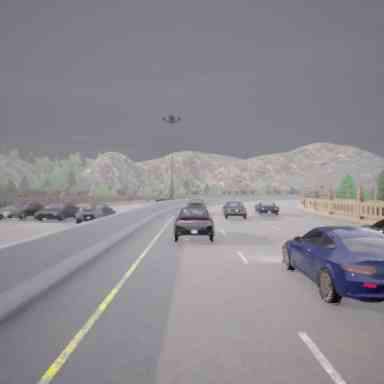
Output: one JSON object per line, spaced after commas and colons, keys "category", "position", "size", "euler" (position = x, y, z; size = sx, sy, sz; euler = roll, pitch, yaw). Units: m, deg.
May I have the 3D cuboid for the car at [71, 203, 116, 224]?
{"category": "car", "position": [-7.021, 1.564, 24.608], "size": [1.994, 1.385, 4.181], "euler": [0, 0, 1]}

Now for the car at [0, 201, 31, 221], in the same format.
{"category": "car", "position": [-13.958, 1.491, 27.529], "size": [2.128, 1.511, 4.902], "euler": [0, 0, 2]}

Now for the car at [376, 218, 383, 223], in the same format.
{"category": "car", "position": [7.097, 1.505, 10.905], "size": [1.837, 1.490, 4.892], "euler": [0, 0, 0]}

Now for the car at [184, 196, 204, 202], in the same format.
{"category": "car", "position": [0.579, 1.504, 34.851], "size": [1.837, 1.490, 4.892], "euler": [0, 0, 5]}

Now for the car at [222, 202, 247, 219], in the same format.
{"category": "car", "position": [3.699, 1.547, 29.280], "size": [2.033, 1.411, 5.357], "euler": [0, 0, 2]}

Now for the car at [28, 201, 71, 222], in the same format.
{"category": "car", "position": [-10.534, 1.547, 26.557], "size": [2.033, 1.411, 5.357], "euler": [0, 0, 1]}

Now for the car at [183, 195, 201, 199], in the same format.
{"category": "car", "position": [0.587, 1.351, 65.144], "size": [2.097, 1.767, 4.553], "euler": [0, 0, 22]}

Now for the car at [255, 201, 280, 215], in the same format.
{"category": "car", "position": [7.445, 1.601, 33.437], "size": [1.895, 1.301, 4.718], "euler": [0, 0, 4]}

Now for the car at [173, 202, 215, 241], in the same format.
{"category": "car", "position": [0.096, 1.491, 16.738], "size": [2.128, 1.511, 4.902], "euler": [0, 0, 0]}

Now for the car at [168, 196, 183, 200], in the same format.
{"category": "car", "position": [-2.539, 1.554, 66.798], "size": [1.994, 1.385, 4.181], "euler": [0, 0, 23]}

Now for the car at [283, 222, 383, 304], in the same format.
{"category": "car", "position": [3.598, 1.526, 8.012], "size": [1.812, 1.442, 4.674], "euler": [0, 0, 0]}

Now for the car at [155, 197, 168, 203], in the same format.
{"category": "car", "position": [-5.768, 1.595, 68.164], "size": [1.895, 1.301, 4.718], "euler": [0, 0, 23]}
